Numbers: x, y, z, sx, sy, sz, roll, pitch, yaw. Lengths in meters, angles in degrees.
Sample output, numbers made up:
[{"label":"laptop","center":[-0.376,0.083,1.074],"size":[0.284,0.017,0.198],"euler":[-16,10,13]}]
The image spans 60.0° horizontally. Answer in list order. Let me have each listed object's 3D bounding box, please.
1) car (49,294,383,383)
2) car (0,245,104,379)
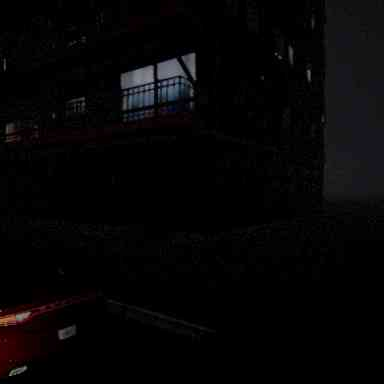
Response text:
[{"label":"car","center":[1.299,1.567,1.949],"size":[4.313,1.339,1.947],"euler":[0,0,36]},{"label":"car","center":[-3.284,1.509,5.230],"size":[4.507,1.381,1.887],"euler":[0,0,36]}]
